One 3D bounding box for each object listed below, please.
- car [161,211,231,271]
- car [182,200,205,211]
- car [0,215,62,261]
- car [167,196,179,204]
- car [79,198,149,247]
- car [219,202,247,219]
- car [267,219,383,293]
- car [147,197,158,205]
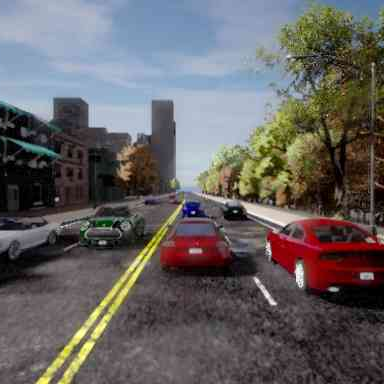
[{"bbox_3d":[0.099,1.528,10.818,1.994,1.385,4.181,0,0,0],"label":"car"},{"bbox_3d":[0.099,1.433,28.102,1.812,1.442,4.674,0,0,0],"label":"car"},{"bbox_3d":[-6.602,1.560,12.229,1.895,1.301,4.718,0,0,0],"label":"car"},{"bbox_3d":[-3.294,1.337,56.991,1.812,1.442,4.674,0,0,1],"label":"car"},{"bbox_3d":[-3.350,1.303,14.717,2.097,1.767,4.553,0,0,0],"label":"car"},{"bbox_3d":[3.349,1.473,27.613,1.994,1.385,4.181,0,0,0],"label":"car"},{"bbox_3d":[3.338,1.449,8.836,1.882,1.535,5.008,0,0,0],"label":"car"},{"bbox_3d":[-6.563,1.423,53.636,1.895,1.301,4.718,0,0,0],"label":"car"}]
